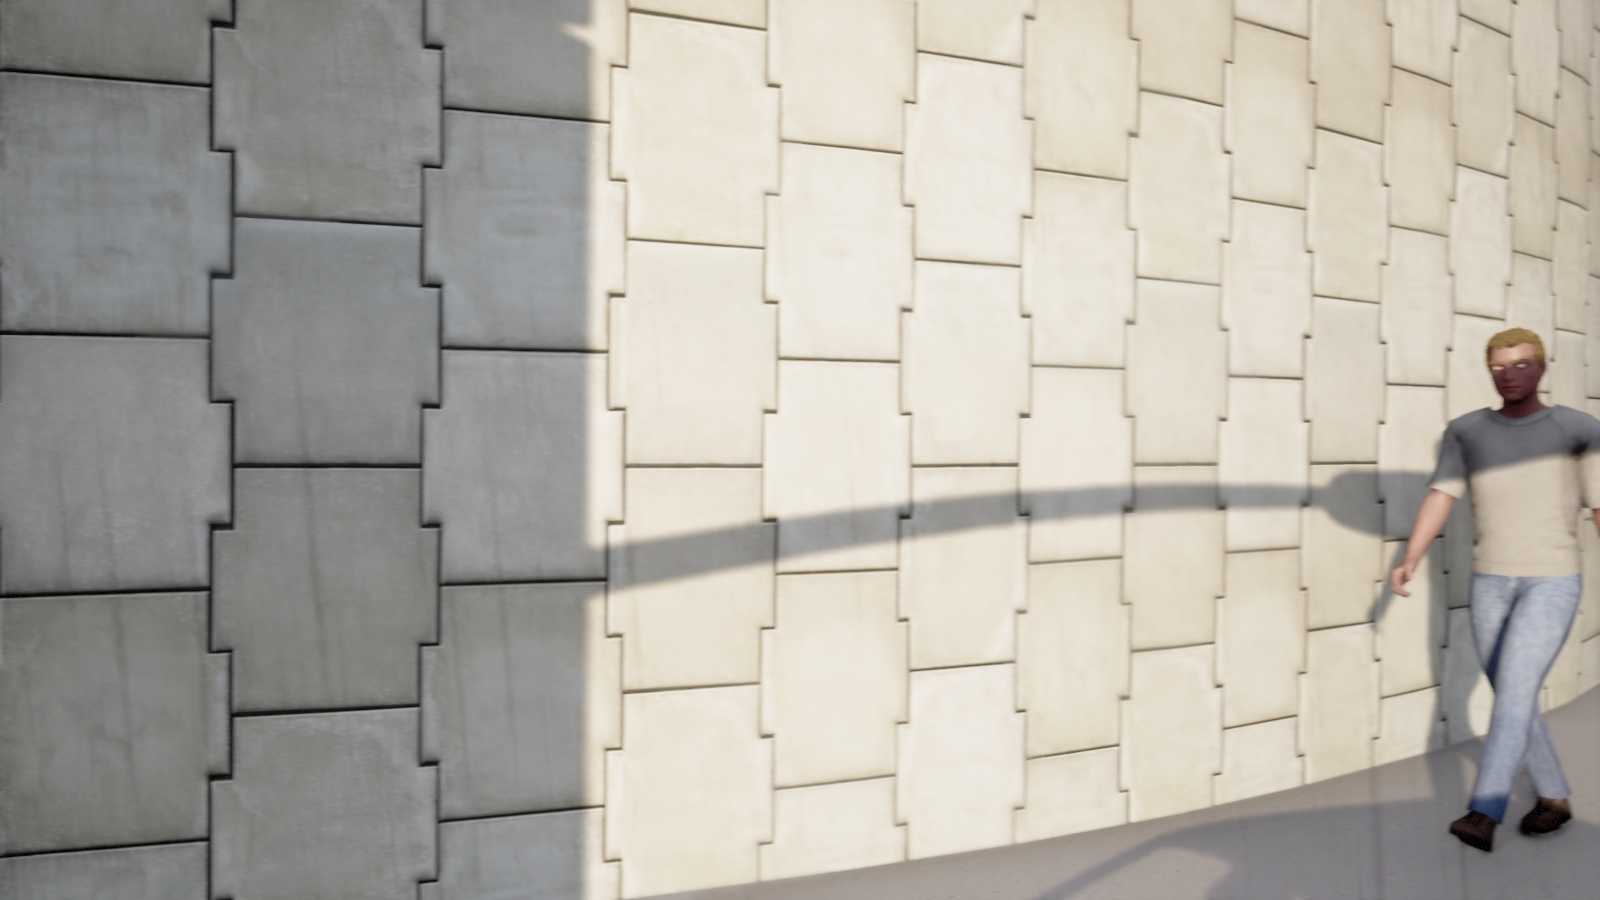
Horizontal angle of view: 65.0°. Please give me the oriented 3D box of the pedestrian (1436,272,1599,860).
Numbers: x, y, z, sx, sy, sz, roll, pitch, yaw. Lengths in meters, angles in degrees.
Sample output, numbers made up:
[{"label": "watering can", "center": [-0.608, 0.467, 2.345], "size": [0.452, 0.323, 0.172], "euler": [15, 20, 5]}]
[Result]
[{"label": "pedestrian", "center": [2.507, 0.358, 4.271], "size": [0.706, 1.836, 0.354], "euler": [-1, 1, -39]}]
